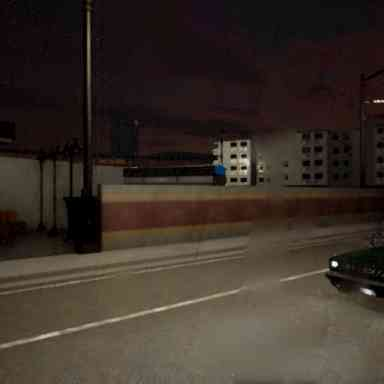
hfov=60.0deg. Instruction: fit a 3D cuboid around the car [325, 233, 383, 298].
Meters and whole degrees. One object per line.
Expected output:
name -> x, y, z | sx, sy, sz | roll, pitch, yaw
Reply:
car -> 5.166, 1.599, 7.652 | 4.718, 1.301, 1.895 | 0, 0, -35
